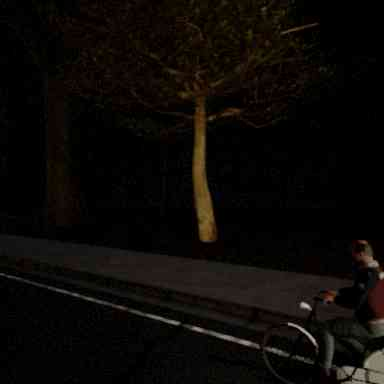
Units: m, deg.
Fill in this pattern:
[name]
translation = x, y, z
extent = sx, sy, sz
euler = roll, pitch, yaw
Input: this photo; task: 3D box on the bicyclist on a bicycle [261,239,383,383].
[bicyclist on a bicycle]
translation = 1.578, 1.375, 3.532
extent = 1.843, 1.776, 0.659
euler = 0, 0, 36
